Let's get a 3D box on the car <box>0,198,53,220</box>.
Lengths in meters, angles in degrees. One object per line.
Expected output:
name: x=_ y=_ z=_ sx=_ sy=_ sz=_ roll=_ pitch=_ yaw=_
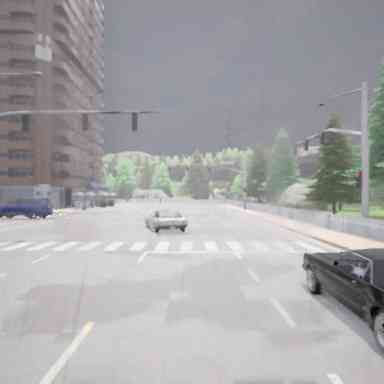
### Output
car: x=-16.101 y=1.549 z=31.514 sx=5.566 sy=2.045 sz=2.150 roll=0 pitch=-1 yaw=3

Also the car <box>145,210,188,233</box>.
car: x=-1.783 y=1.794 z=21.277 sx=1.895 sy=1.301 sz=4.718 roll=0 pitch=0 yaw=-18

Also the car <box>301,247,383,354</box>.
car: x=3.564 y=1.649 z=5.992 sx=1.895 sy=1.301 sz=4.718 roll=0 pitch=0 yaw=0
